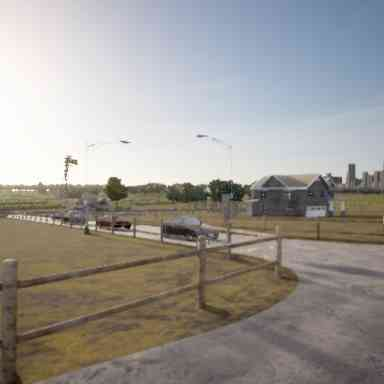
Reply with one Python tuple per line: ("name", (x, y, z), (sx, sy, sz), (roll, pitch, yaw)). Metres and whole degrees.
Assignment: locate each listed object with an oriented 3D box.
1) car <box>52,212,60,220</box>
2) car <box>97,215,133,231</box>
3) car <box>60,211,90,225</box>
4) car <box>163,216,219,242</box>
("car", (-22.989, 4.171, 58.205), (1.994, 1.385, 4.181), (1, -3, -36))
("car", (-7.337, 2.865, 31.275), (1.895, 1.301, 4.718), (1, -3, -36))
("car", (-14.237, 3.109, 40.959), (2.097, 1.767, 4.553), (1, -3, -35))
("car", (-0.241, 2.301, 21.355), (1.812, 1.442, 4.674), (1, -3, -36))
